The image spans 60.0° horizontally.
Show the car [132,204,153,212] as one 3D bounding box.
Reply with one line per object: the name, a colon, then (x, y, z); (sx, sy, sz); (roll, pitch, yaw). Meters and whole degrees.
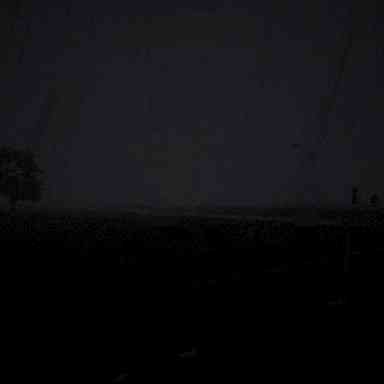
car: (-8.561, 2.698, 57.253); (1.895, 1.301, 4.718); (-1, -1, -35)
